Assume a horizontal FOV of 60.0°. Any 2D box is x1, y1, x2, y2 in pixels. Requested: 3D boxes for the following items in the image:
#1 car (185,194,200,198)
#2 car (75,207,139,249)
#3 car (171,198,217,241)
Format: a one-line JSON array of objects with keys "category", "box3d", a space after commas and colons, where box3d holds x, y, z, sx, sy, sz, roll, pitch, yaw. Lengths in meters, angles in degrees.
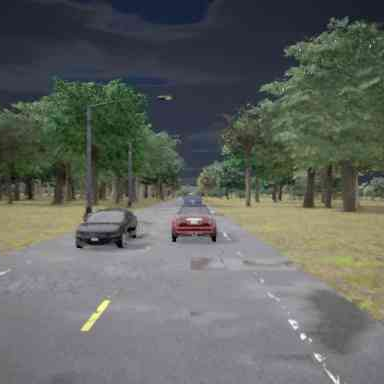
[{"category": "car", "box3d": [0.100, 1.275, 39.647, 2.150, 2.045, 5.566, 0, 0, 0]}, {"category": "car", "box3d": [-3.599, 1.488, 14.823, 1.882, 1.535, 5.008, 0, 0, 0]}, {"category": "car", "box3d": [0.100, 1.365, 16.948, 2.097, 1.767, 4.553, 0, 0, 0]}]
